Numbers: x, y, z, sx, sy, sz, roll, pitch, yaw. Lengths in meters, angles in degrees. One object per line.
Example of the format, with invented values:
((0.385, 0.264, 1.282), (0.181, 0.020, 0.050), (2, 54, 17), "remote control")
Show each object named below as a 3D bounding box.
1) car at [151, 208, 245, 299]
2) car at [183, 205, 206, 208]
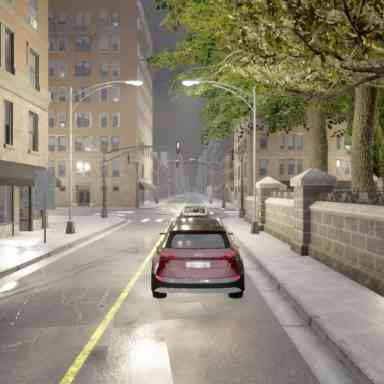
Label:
((0.119, 1.430, 8.492), (2.033, 1.649, 4.856), (0, 0, 0), "car")
((0.141, 1.503, 18.339), (1.837, 1.490, 4.892), (0, 0, 0), "car")
